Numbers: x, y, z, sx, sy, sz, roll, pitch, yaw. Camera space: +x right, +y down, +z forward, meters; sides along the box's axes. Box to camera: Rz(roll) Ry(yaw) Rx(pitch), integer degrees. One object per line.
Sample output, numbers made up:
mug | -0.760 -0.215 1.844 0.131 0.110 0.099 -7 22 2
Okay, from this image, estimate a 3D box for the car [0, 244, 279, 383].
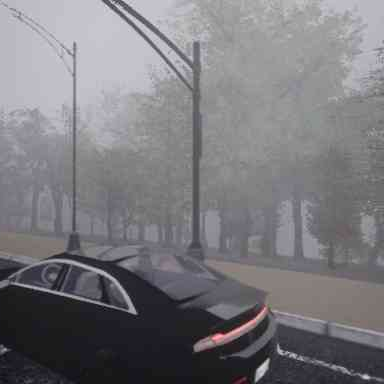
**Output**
car | -1.299 1.494 4.611 4.902 1.511 2.128 0 0 35
